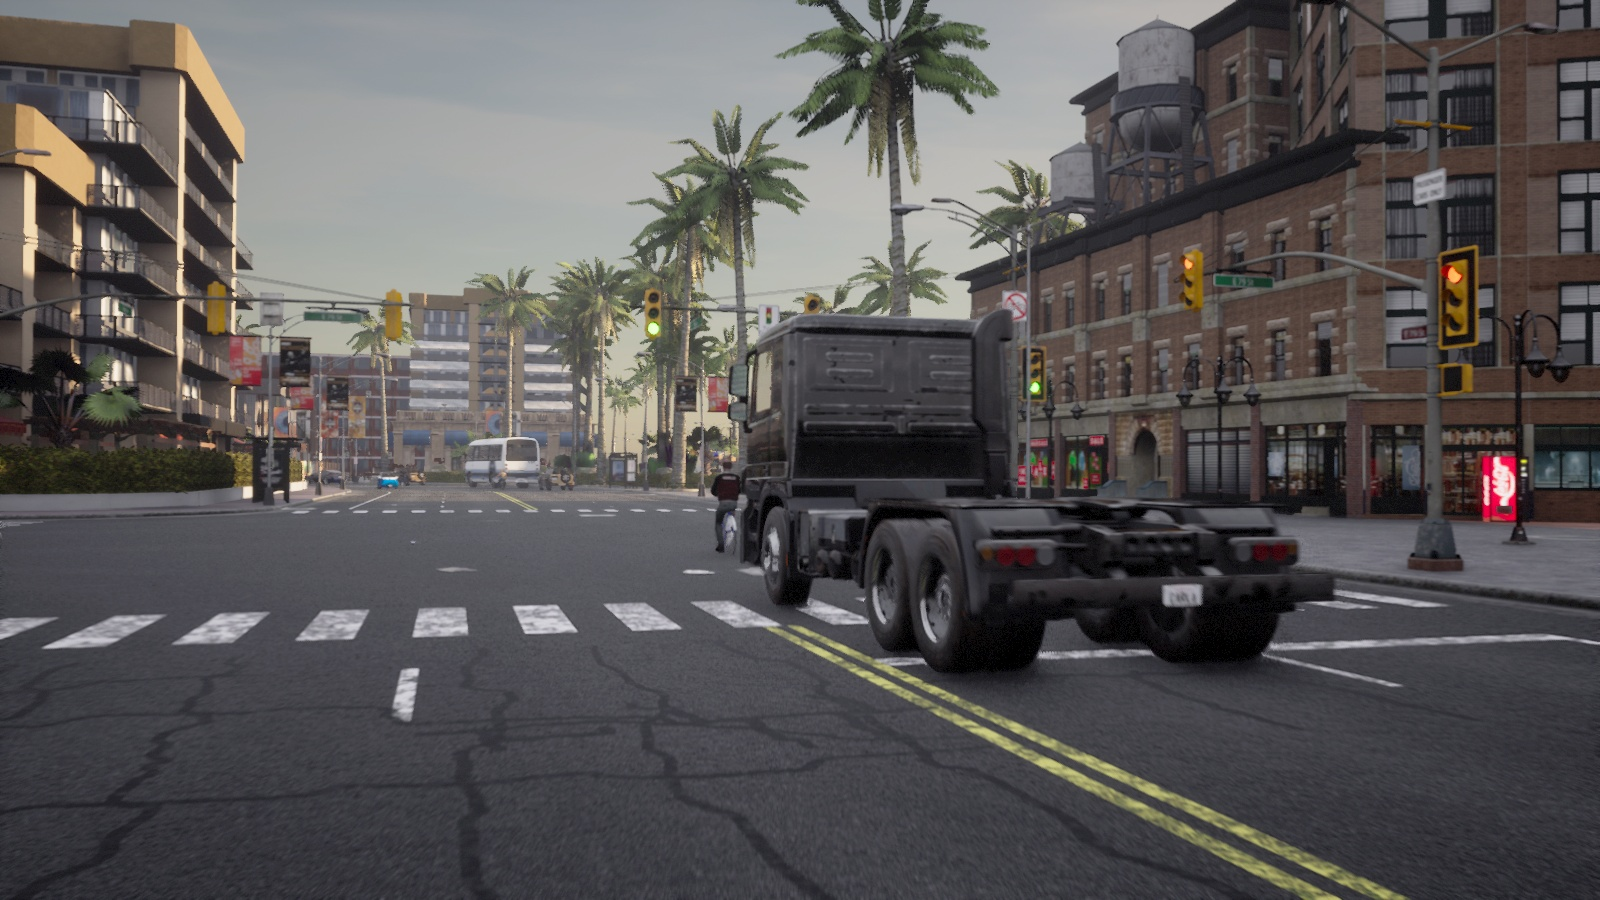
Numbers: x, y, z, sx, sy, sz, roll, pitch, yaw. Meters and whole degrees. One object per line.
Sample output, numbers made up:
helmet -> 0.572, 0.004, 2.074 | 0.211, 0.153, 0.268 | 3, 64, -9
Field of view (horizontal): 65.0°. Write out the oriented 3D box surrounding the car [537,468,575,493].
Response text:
car -> -18.438, 2.294, 94.770 | 1.932, 1.855, 4.605 | 0, -1, -23

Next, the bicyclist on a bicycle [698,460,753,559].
bicyclist on a bicycle -> -1.429, 1.088, 23.673 | 0.659, 1.776, 1.843 | 0, -1, -16

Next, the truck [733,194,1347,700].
truck -> 1.604, 0.041, 12.807 | 2.891, 3.462, 7.936 | 0, -1, -16
